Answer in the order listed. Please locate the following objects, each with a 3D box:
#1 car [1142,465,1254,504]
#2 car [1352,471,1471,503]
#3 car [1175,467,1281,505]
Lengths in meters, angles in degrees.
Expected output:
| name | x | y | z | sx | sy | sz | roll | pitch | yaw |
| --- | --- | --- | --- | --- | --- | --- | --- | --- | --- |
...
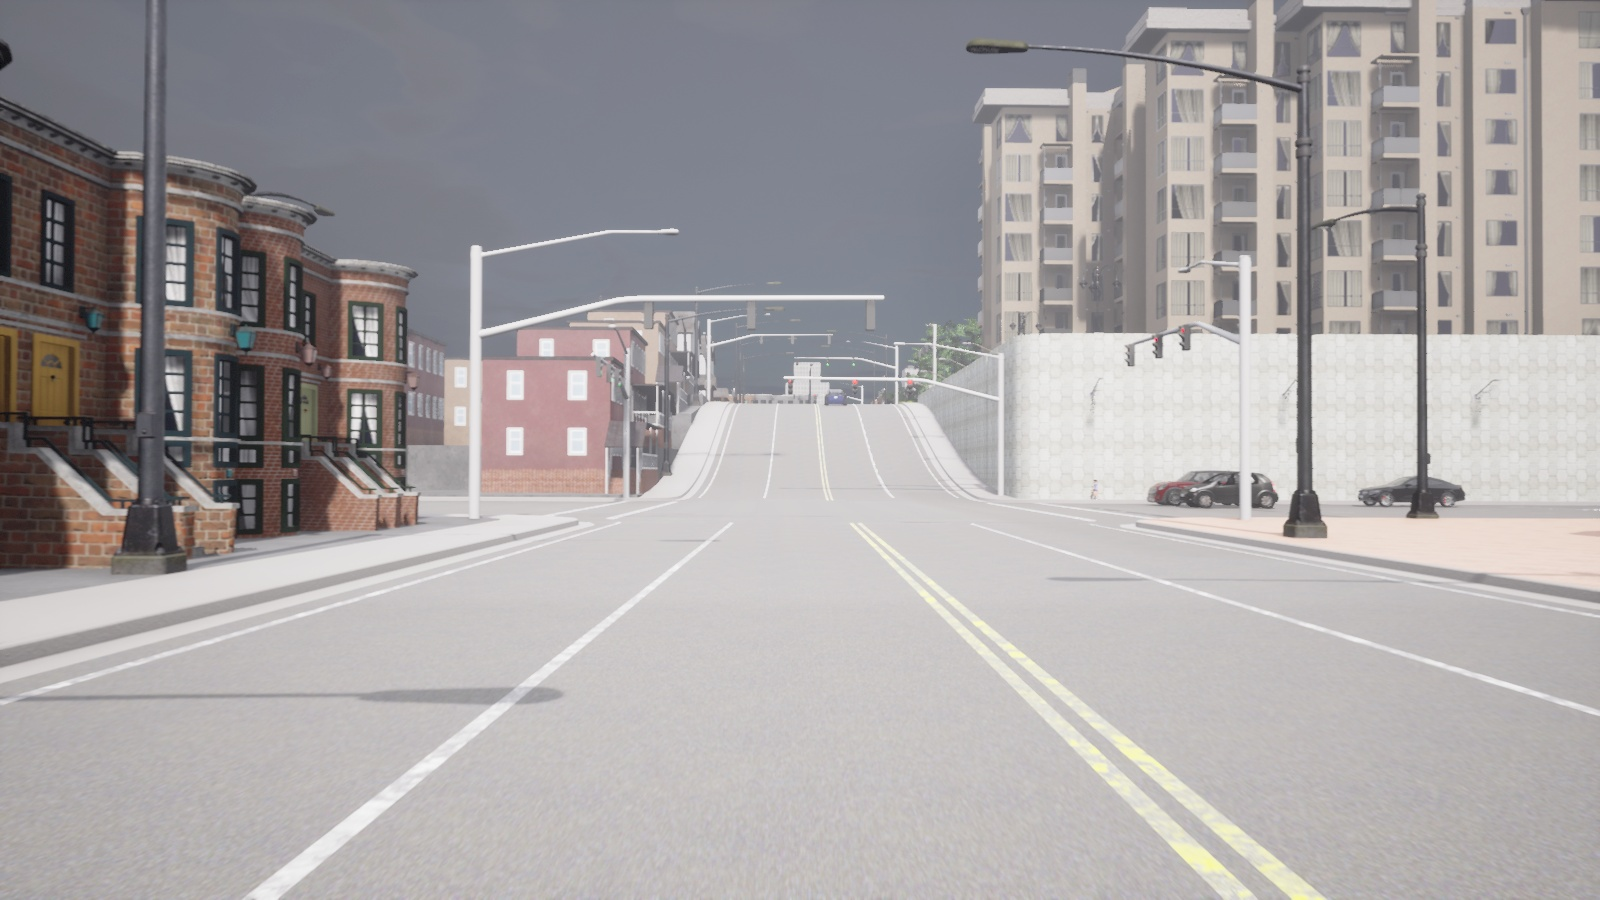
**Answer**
| name | x | y | z | sx | sy | sz | roll | pitch | yaw |
| --- | --- | --- | --- | --- | --- | --- | --- | --- | --- |
| car | 18.547 | 1.581 | 58.716 | 4.553 | 1.767 | 2.097 | 0 | -1 | 0 |
| car | 28.536 | 1.709 | 58.705 | 4.674 | 1.442 | 1.812 | 0 | -1 | 0 |
| car | 18.780 | 1.562 | 55.216 | 3.988 | 1.617 | 1.851 | 0 | -1 | 0 |
